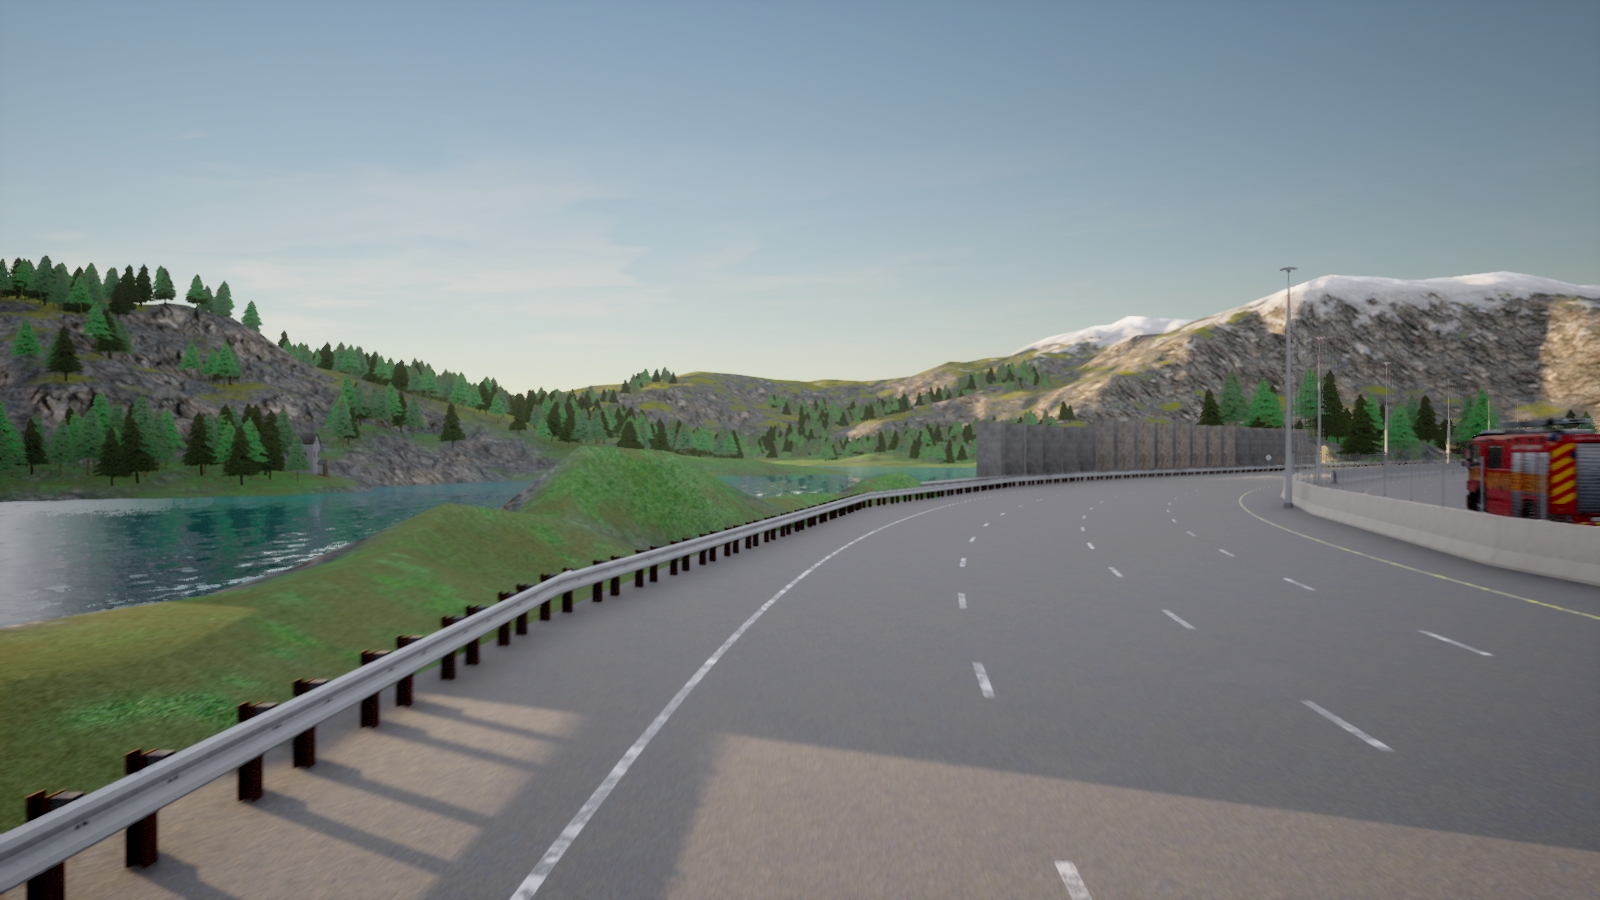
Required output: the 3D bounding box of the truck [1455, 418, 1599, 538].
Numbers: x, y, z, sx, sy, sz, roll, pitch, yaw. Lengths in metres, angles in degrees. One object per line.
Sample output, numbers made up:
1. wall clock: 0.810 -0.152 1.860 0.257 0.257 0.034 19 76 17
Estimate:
1. truck: 26.218 0.905 40.663 2.891 3.827 8.468 0 0 14
